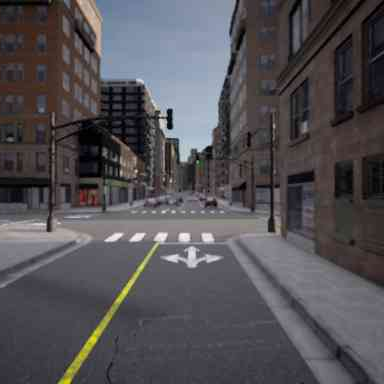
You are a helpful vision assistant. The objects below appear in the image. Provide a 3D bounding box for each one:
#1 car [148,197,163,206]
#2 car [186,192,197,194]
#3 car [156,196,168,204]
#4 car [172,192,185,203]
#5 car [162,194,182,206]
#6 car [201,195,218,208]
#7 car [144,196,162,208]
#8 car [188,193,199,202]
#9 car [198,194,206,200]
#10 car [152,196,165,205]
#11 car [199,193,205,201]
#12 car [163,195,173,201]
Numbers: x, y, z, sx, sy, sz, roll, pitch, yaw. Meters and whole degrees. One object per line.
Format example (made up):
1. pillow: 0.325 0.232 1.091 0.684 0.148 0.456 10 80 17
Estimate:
1. car: -5.835 1.497 53.342 1.947 1.339 4.313 1 0 0
2. car: 0.079 1.279 84.513 1.994 1.385 4.181 0 0 0
3. car: -5.816 1.471 64.514 2.008 1.369 4.403 1 0 0
4. car: -2.945 1.140 67.983 2.150 2.045 5.566 0 0 0
5. car: -3.036 1.425 51.479 2.128 1.511 4.902 0 0 0
6. car: 2.701 1.481 47.745 1.887 1.381 4.507 1 0 0
7. car: -5.844 1.518 47.756 1.802 1.307 4.206 1 0 0
8. car: 0.064 1.496 74.537 1.895 1.301 4.718 0 0 0
9. car: 2.768 1.321 92.430 1.967 1.590 4.097 1 0 0
10. car: -5.825 1.451 58.758 1.752 1.417 4.829 1 0 0
11. car: 2.742 1.488 75.673 1.802 1.307 4.206 1 0 0
12. car: -5.788 1.449 81.271 2.008 1.369 4.403 1 0 0
